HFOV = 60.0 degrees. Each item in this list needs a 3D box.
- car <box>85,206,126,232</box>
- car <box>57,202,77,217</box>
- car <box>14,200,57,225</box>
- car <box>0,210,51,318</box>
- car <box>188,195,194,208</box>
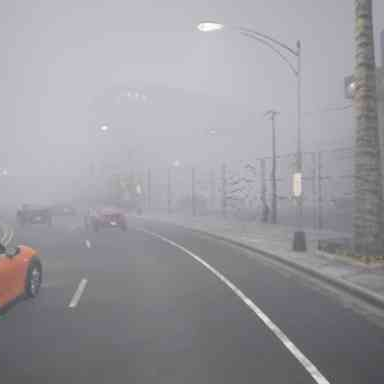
[{"bbox_3d":[-5.287,1.547,20.179,1.812,1.442,4.674,0,0,-26],"label":"car"},{"bbox_3d":[-12.371,1.622,31.431,1.994,1.385,4.181,0,0,-34],"label":"car"},{"bbox_3d":[-11.039,1.531,23.159,1.882,1.535,5.008,0,0,-32],"label":"car"},{"bbox_3d":[-4.158,1.374,5.492,2.097,1.767,4.553,0,0,-7],"label":"car"},{"bbox_3d":[-0.076,1.233,46.099,2.185,1.767,4.553,0,0,-35],"label":"car"}]
